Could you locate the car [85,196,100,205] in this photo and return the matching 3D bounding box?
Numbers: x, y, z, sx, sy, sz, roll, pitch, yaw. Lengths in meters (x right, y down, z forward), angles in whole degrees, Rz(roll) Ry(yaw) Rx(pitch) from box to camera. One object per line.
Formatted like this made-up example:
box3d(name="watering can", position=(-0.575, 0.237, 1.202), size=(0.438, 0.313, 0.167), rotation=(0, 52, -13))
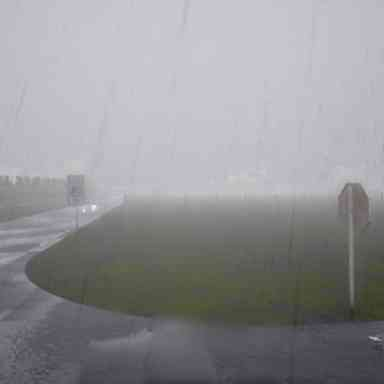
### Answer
box3d(name="car", position=(-15.296, 1.237, 50.747), size=(1.895, 1.301, 4.718), rotation=(-1, 1, -8))
